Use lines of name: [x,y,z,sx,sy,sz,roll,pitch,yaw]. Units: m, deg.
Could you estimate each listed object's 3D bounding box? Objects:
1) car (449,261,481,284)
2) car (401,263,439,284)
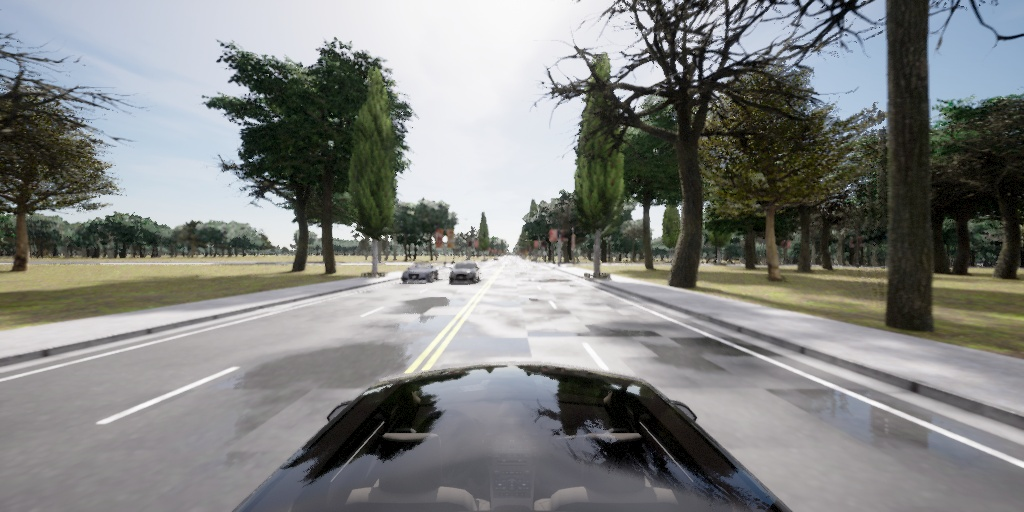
car: [-3.331,1.155,25.876,1.837,1.490,4.892,0,0,0]
car: [-6.579,1.213,26.041,1.994,1.385,4.181,0,0,0]
